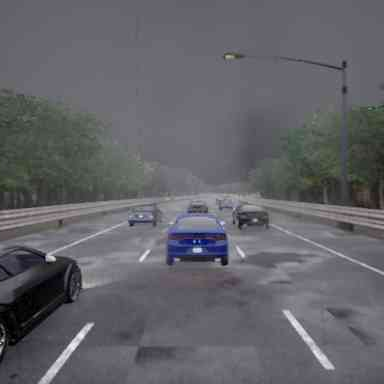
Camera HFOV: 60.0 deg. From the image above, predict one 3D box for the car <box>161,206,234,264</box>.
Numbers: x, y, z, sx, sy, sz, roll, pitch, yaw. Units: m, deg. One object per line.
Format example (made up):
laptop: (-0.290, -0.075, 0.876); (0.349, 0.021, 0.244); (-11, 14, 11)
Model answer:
car: (0.183, 1.484, 11.812); (1.882, 1.535, 5.008); (0, 0, 1)

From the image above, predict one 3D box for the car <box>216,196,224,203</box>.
car: (6.835, 1.841, 81.406); (1.882, 1.535, 5.008); (0, 0, 5)

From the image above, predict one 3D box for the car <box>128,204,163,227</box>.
car: (-3.124, 1.572, 23.219); (2.033, 1.411, 5.357); (0, 0, 1)

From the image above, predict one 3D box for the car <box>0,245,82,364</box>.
car: (-3.373, 1.565, 5.525); (1.994, 1.385, 4.181); (0, 0, 0)

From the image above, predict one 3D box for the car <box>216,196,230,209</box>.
car: (4.466, 1.655, 43.768); (2.033, 1.411, 5.357); (0, 0, 3)

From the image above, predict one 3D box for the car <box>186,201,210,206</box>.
car: (0.563, 1.551, 30.029); (1.837, 1.490, 4.892); (0, 0, 2)

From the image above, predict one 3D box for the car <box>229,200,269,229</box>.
car: (3.746, 1.502, 21.853); (1.882, 1.535, 5.008); (0, 0, 1)
